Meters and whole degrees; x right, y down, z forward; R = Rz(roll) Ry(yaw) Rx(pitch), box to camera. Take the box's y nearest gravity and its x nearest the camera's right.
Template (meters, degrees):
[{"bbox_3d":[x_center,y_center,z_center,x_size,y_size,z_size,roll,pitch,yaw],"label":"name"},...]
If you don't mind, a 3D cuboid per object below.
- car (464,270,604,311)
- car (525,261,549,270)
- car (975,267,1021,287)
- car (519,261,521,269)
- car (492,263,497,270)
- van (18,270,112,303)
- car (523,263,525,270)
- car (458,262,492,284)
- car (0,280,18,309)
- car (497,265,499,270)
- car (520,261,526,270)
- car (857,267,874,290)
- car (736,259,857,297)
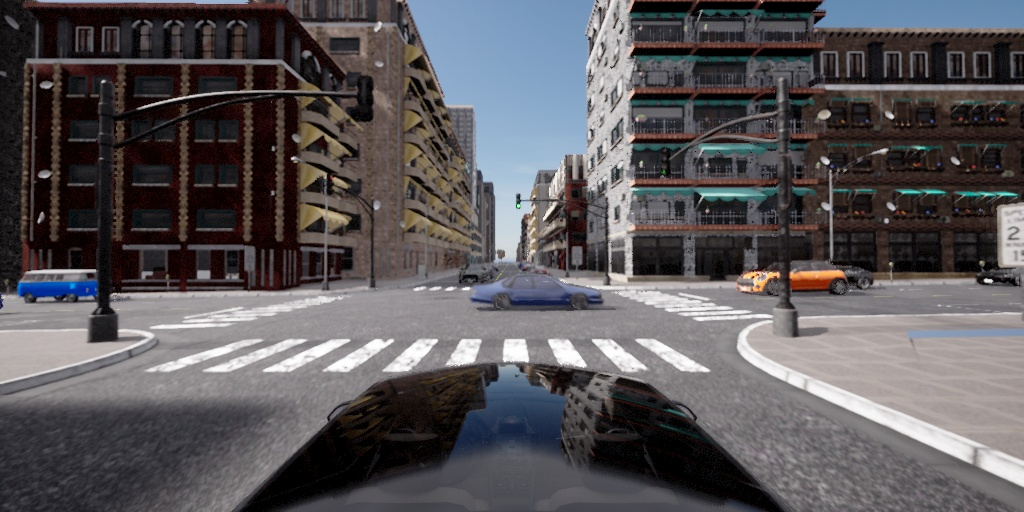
[{"bbox_3d":[0.940,1.434,14.749,5.357,1.411,2.033,0,-1,0],"label":"car"},{"bbox_3d":[2.642,1.544,35.088,1.967,1.591,4.097,0,0,0],"label":"car"},{"bbox_3d":[29.568,1.028,20.622,4.313,1.339,1.948,0,0,0],"label":"car"},{"bbox_3d":[2.603,1.985,62.758,1.802,1.307,4.207,0,0,0],"label":"car"},{"bbox_3d":[-3.154,1.515,40.548,2.097,1.767,4.553,0,-1,0],"label":"car"},{"bbox_3d":[-25.395,1.695,20.400,3.998,1.789,1.690,0,0,0],"label":"van"},{"bbox_3d":[2.634,1.714,40.622,2.007,1.370,4.403,0,0,0],"label":"car"},{"bbox_3d":[-3.210,1.407,30.505,2.097,1.767,4.553,0,-1,2],"label":"car"},{"bbox_3d":[-24.030,1.733,14.593,5.008,1.535,1.882,-1,-1,0],"label":"car"},{"bbox_3d":[-3.152,1.858,58.096,1.837,1.490,4.892,0,-1,0],"label":"car"},{"bbox_3d":[2.611,1.925,57.224,1.802,1.307,4.207,0,0,0],"label":"car"},{"bbox_3d":[18.242,1.211,20.676,4.313,1.339,1.948,0,0,0],"label":"car"},{"bbox_3d":[13.838,1.030,17.944,4.553,1.767,2.097,-1,-1,0],"label":"car"}]
